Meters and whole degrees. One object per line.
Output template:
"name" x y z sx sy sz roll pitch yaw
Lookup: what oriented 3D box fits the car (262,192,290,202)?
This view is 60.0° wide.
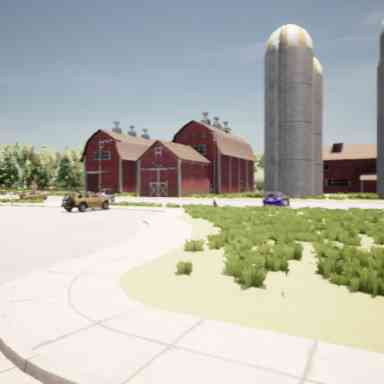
"car" 8.982 0.794 35.529 2.242 1.667 4.611 0 1 27

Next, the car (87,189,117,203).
"car" -12.540 0.520 46.606 1.905 1.878 3.866 0 1 27

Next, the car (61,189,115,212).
"car" -9.547 0.800 30.160 1.932 1.855 4.605 0 1 27

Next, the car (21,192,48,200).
"car" -24.787 0.663 52.275 1.816 1.474 4.193 0 1 27
